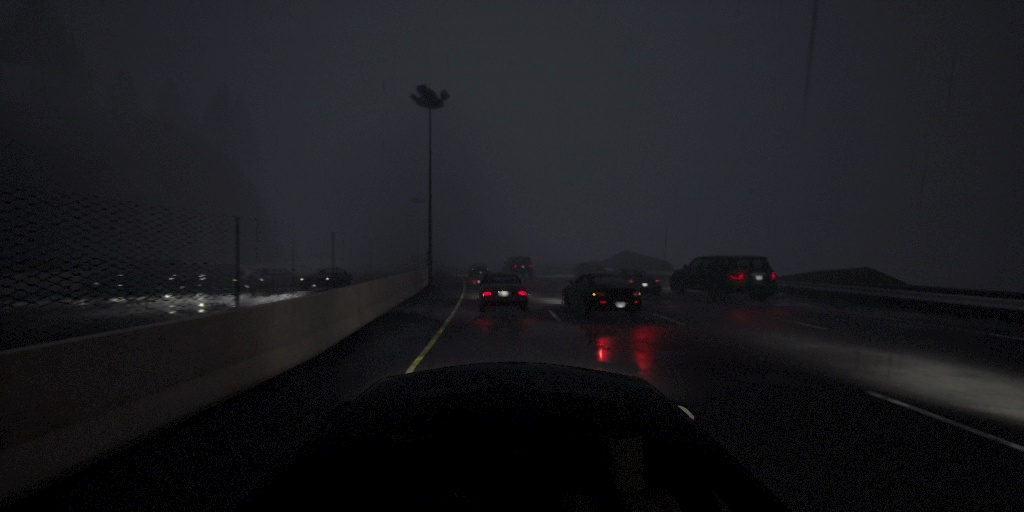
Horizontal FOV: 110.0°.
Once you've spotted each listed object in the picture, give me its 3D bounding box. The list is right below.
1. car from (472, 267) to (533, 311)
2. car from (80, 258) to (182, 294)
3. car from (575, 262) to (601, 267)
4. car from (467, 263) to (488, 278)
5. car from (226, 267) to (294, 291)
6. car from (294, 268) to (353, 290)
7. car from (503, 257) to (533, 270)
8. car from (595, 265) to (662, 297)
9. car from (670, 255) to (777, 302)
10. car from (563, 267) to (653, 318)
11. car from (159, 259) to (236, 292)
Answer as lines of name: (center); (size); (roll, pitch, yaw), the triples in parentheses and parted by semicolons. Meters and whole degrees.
car: (-0.440, 1.341, 14.739); (2.033, 1.411, 5.357); (0, 0, -4)
car: (-22.444, 1.111, 21.804); (2.150, 2.045, 5.566); (0, 0, -7)
car: (7.529, 1.338, 35.199); (1.837, 1.490, 4.892); (0, 0, -10)
car: (-3.434, 1.400, 36.684); (1.812, 1.442, 4.674); (0, 0, -11)
car: (-15.529, 1.471, 22.879); (1.895, 1.301, 4.718); (0, 0, -7)
car: (-12.092, 1.462, 23.584); (1.895, 1.301, 4.718); (0, 0, -7)
car: (0.530, 1.076, 34.710); (2.150, 2.045, 5.566); (0, 0, -10)
car: (6.172, 1.350, 19.133); (1.994, 1.385, 4.181); (0, 0, -5)
car: (9.871, 0.990, 17.295); (2.150, 2.045, 5.566); (0, 0, -5)
car: (3.145, 1.302, 13.114); (1.812, 1.442, 4.674); (0, 0, -3)
car: (-19.062, 1.233, 22.675); (2.097, 1.767, 4.553); (0, 0, -8)
